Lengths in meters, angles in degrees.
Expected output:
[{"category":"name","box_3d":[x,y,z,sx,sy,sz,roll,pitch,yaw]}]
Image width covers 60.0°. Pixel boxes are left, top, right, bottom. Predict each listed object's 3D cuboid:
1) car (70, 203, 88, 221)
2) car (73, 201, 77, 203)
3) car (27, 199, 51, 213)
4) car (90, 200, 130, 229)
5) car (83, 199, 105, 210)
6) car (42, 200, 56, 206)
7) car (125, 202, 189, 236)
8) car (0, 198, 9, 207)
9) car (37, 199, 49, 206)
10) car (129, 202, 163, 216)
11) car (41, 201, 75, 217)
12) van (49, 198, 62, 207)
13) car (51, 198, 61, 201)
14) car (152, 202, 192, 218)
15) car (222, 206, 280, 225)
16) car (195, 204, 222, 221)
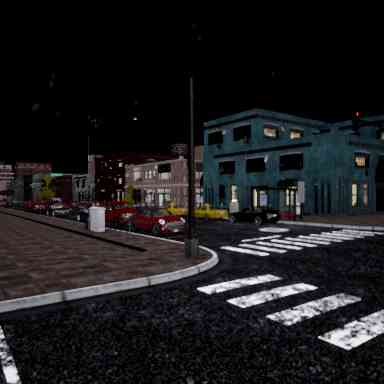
[{"category":"car","box_3d":[-8.811,1.915,29.370,2.008,1.369,4.403,-1,0,-36]},{"category":"car","box_3d":[-22.254,2.273,61.582,1.802,1.307,4.206,-2,0,-36]},{"category":"car","box_3d":[-22.265,1.949,47.551,2.192,1.841,5.009,-1,0,-36]},{"category":"car","box_3d":[-5.454,1.612,24.824,2.192,1.841,5.009,-1,0,-36]},{"category":"car","box_3d":[-15.534,1.996,52.491,1.967,1.590,4.097,-2,0,-36]},{"category":"car","box_3d":[-32.340,2.438,75.219,1.887,1.381,4.507,-2,0,-36]},{"category":"car","box_3d":[-2.089,1.670,20.279,1.967,1.590,4.097,-1,0,-36]},{"category":"car","box_3d":[-42.470,2.355,74.798,2.192,1.841,5.009,-1,0,-36]},{"category":"car","box_3d":[-35.803,2.489,79.901,1.752,1.417,4.829,-2,0,-36]},{"category":"car","box_3d":[-5.445,1.905,38.855,2.008,1.369,4.403,-2,0,-36]},{"category":"car","box_3d":[-15.535,2.050,38.460,2.008,1.369,4.403,-1,0,-36]},{"category":"van","box_3d":[-28.983,2.167,70.673,1.690,1.788,3.998,-2,0,-36]},{"category":"car","box_3d":[-25.298,2.260,61.343,1.812,1.442,4.674,-1,0,-35]},{"category":"car","box_3d":[-2.184,1.814,34.446,1.752,1.417,4.829,-2,0,-36]},{"category":"car","box_3d":[4.643,1.718,25.219,1.947,1.339,4.313,-2,0,-36]},{"category":"car","box_3d":[1.178,1.747,29.901,1.752,1.417,4.829,-2,0,-36]}]
